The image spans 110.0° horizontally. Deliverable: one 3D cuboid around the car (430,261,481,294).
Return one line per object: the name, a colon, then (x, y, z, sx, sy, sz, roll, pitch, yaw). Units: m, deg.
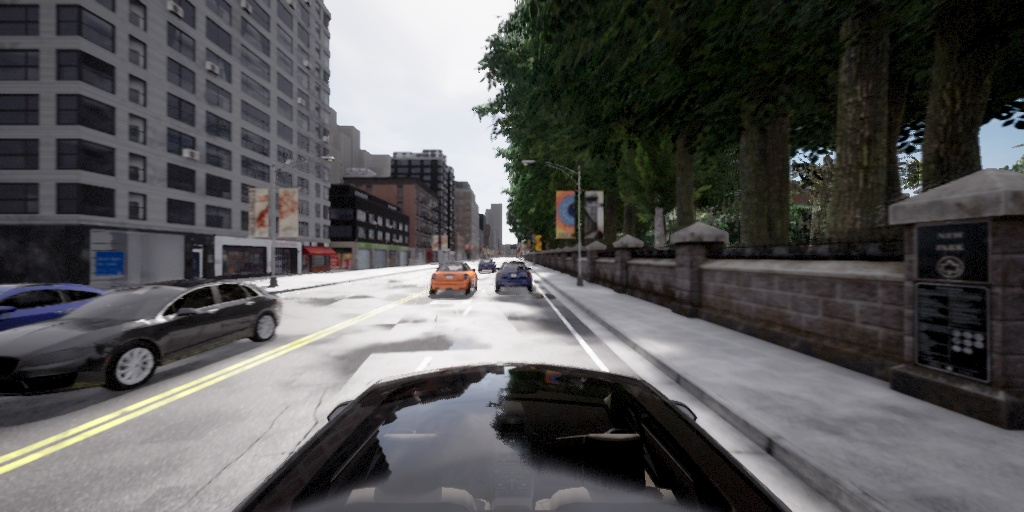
car: (-3.149, 1.102, 20.203, 2.097, 1.767, 4.553, 0, 0, 0)

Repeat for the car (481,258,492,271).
car: (-3.151, 1.101, 45.802, 2.097, 1.767, 4.553, 0, 0, 0)

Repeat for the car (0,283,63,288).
car: (-9.821, 1.276, 6.845, 1.812, 1.442, 4.674, 0, 0, 0)

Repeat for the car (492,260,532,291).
car: (0.100, 1.102, 22.073, 2.097, 1.767, 4.553, 0, 0, 0)

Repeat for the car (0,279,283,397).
car: (-6.574, 1.254, 6.887, 1.837, 1.490, 4.892, 0, 0, 0)
